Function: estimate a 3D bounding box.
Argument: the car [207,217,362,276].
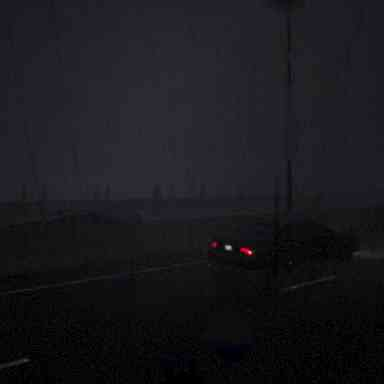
[{"bbox_3d":[2.994,1.495,10.184,5.357,1.411,2.033,0,0,-36],"label":"car"}]

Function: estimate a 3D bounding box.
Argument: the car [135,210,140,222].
[{"bbox_3d":[-5.497,1.514,21.570,4.181,1.385,1.994,0,0,-36],"label":"car"}]

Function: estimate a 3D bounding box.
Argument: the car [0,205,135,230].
[{"bbox_3d":[-5.107,1.470,13.248,4.902,1.511,2.128,0,0,-36],"label":"car"}]
